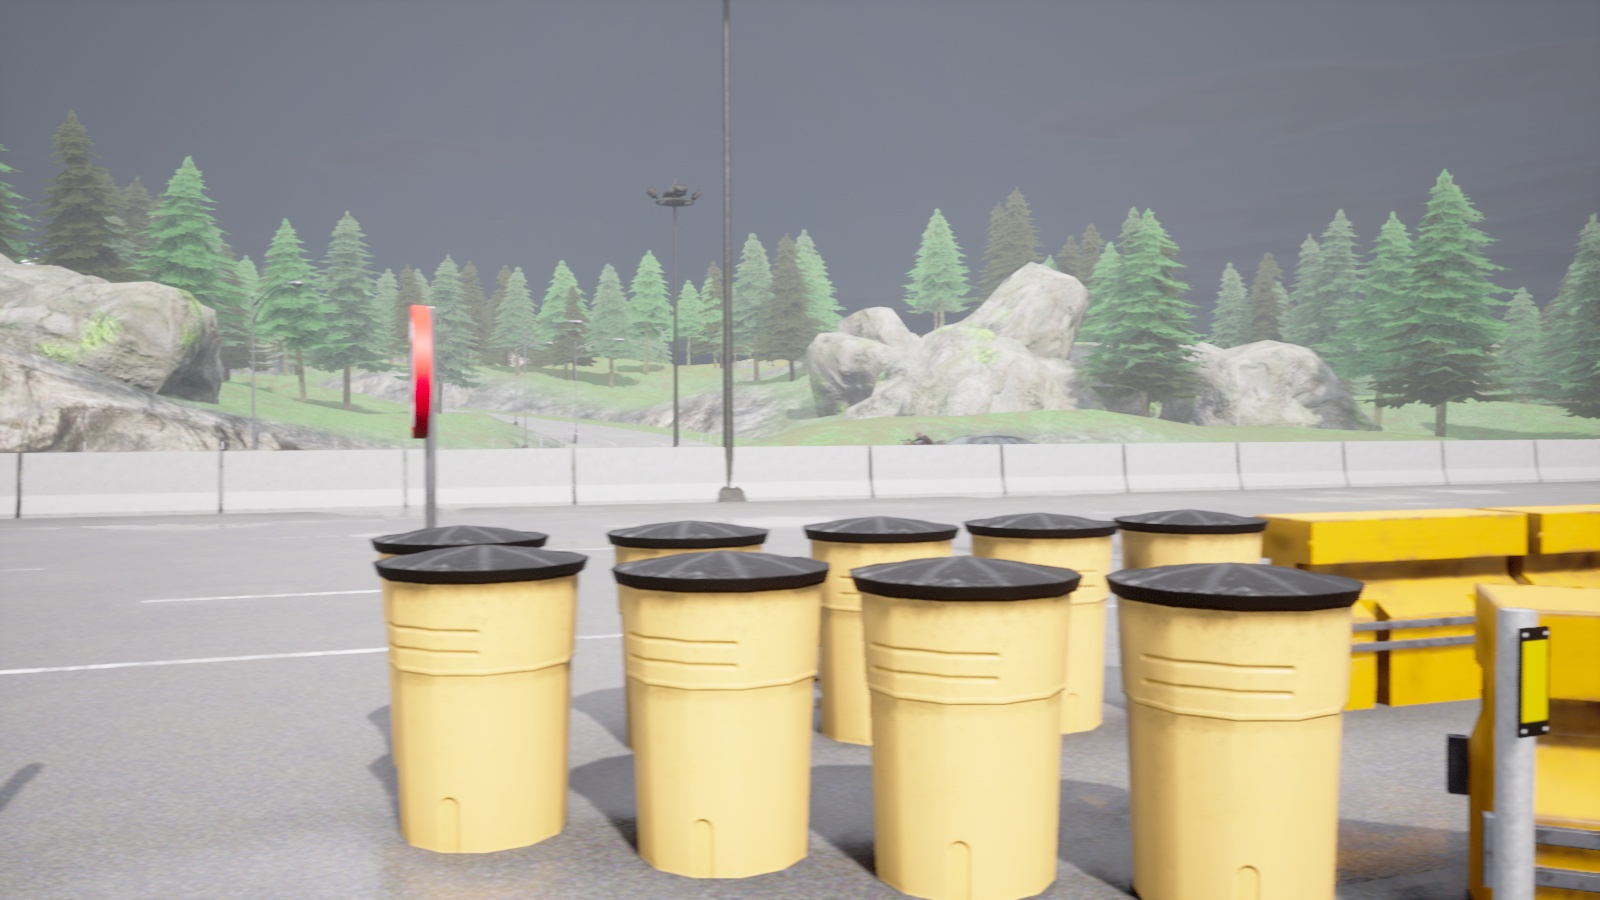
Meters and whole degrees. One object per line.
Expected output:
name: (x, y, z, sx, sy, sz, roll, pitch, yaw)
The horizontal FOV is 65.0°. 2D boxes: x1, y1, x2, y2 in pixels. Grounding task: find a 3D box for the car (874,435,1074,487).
car: (4.988, 0.289, 36.056, 5.357, 1.411, 2.033, 0, 1, -20)
